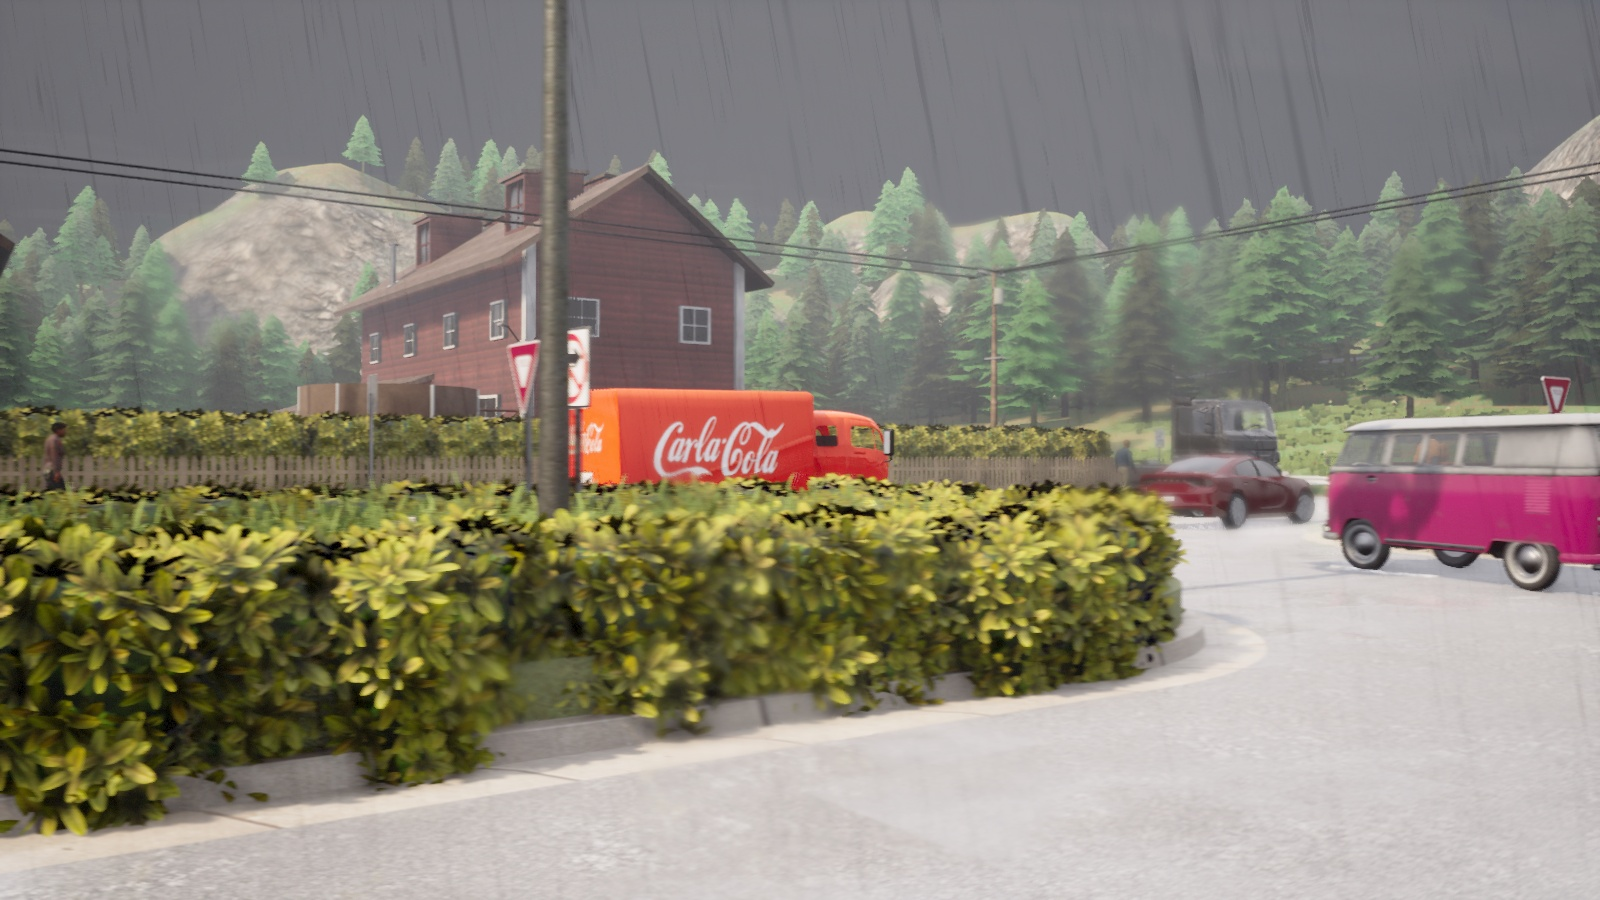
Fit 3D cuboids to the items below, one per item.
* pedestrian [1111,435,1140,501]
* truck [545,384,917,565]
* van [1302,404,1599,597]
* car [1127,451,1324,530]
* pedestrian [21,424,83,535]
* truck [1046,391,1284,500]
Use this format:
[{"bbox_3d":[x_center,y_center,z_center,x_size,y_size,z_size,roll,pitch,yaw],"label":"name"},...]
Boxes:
[{"bbox_3d":[9.156,0.499,35.327,0.726,1.835,0.370,0,0,-29],"label":"pedestrian"},{"bbox_3d":[-1.018,0.326,19.695,5.204,2.467,2.627,0,0,-35],"label":"truck"},{"bbox_3d":[8.369,0.533,15.321,1.775,1.987,4.442,0,0,-17],"label":"van"},{"bbox_3d":[9.153,0.795,26.767,5.008,1.535,1.882,0,0,-44],"label":"car"},{"bbox_3d":[-12.441,0.480,20.884,0.869,1.805,0.328,0,0,-35],"label":"pedestrian"},{"bbox_3d":[12.512,-0.115,43.824,2.891,3.462,7.936,0,0,-34],"label":"truck"}]
